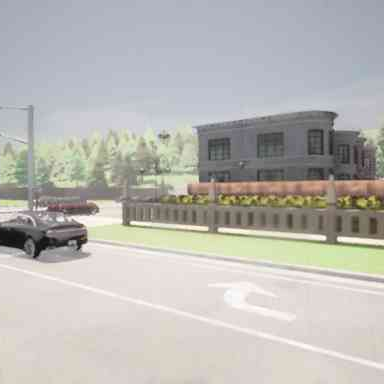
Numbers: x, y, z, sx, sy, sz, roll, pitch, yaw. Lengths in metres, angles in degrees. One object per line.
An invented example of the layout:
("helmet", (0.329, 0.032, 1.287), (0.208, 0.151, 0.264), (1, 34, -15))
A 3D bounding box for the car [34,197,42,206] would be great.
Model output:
("car", (-20.353, 1.433, 48.841), (2.128, 1.511, 4.902), (0, 0, 36))

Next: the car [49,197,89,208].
("car", (-17.330, 1.438, 47.053), (2.128, 1.511, 4.902), (0, 0, 36))

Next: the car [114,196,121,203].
("car", (-12.999, 1.290, 64.772), (2.097, 1.767, 4.553), (0, 0, 37))

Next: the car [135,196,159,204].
("car", (-7.302, 1.494, 60.736), (2.033, 1.411, 5.357), (0, 0, 38))

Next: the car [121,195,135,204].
("car", (-10.121, 1.490, 62.793), (2.033, 1.411, 5.357), (0, 0, 37))

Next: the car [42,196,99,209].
("car", (-10.750, 1.318, 30.428), (2.097, 1.767, 4.553), (0, 0, 36))

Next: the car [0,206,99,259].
("car", (-5.958, 1.475, 12.550), (4.902, 1.511, 2.128), (0, 0, 36))
